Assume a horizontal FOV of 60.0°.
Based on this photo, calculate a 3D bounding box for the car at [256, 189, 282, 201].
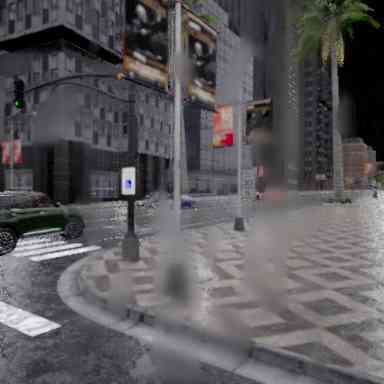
[{"bbox_3d":[11.893,0.364,50.078,2.097,1.767,4.553,1,1,35],"label":"car"}]

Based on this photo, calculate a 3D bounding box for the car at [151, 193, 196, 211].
[{"bbox_3d":[-1.391,0.923,31.345,1.812,1.442,4.674,1,1,35],"label":"car"}]

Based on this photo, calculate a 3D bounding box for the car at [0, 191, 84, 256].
[{"bbox_3d":[-6.488,0.997,12.481,2.150,2.045,5.566,-1,1,19],"label":"car"}]

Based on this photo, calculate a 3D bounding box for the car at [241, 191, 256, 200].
[{"bbox_3d":[9.322,0.509,52.071,1.812,1.442,4.674,1,1,35],"label":"car"}]

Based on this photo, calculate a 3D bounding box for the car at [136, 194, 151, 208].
[{"bbox_3d":[-3.555,0.845,33.942,2.128,1.511,4.902,1,1,35],"label":"car"}]
